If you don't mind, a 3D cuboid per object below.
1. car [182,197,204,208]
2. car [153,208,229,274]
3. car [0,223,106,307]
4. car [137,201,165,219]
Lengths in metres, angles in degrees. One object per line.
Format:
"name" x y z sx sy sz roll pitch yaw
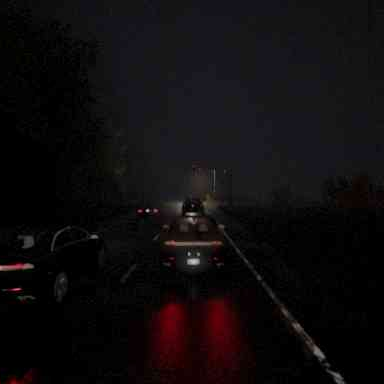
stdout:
"car" 0.100 1.297 32.448 2.097 1.767 4.553 0 0 0
"car" 0.056 1.476 10.510 2.128 1.511 4.902 0 0 0
"car" -3.460 1.481 7.946 2.128 1.511 4.902 0 0 1
"car" -3.404 1.501 28.233 2.033 1.411 5.357 0 0 0
